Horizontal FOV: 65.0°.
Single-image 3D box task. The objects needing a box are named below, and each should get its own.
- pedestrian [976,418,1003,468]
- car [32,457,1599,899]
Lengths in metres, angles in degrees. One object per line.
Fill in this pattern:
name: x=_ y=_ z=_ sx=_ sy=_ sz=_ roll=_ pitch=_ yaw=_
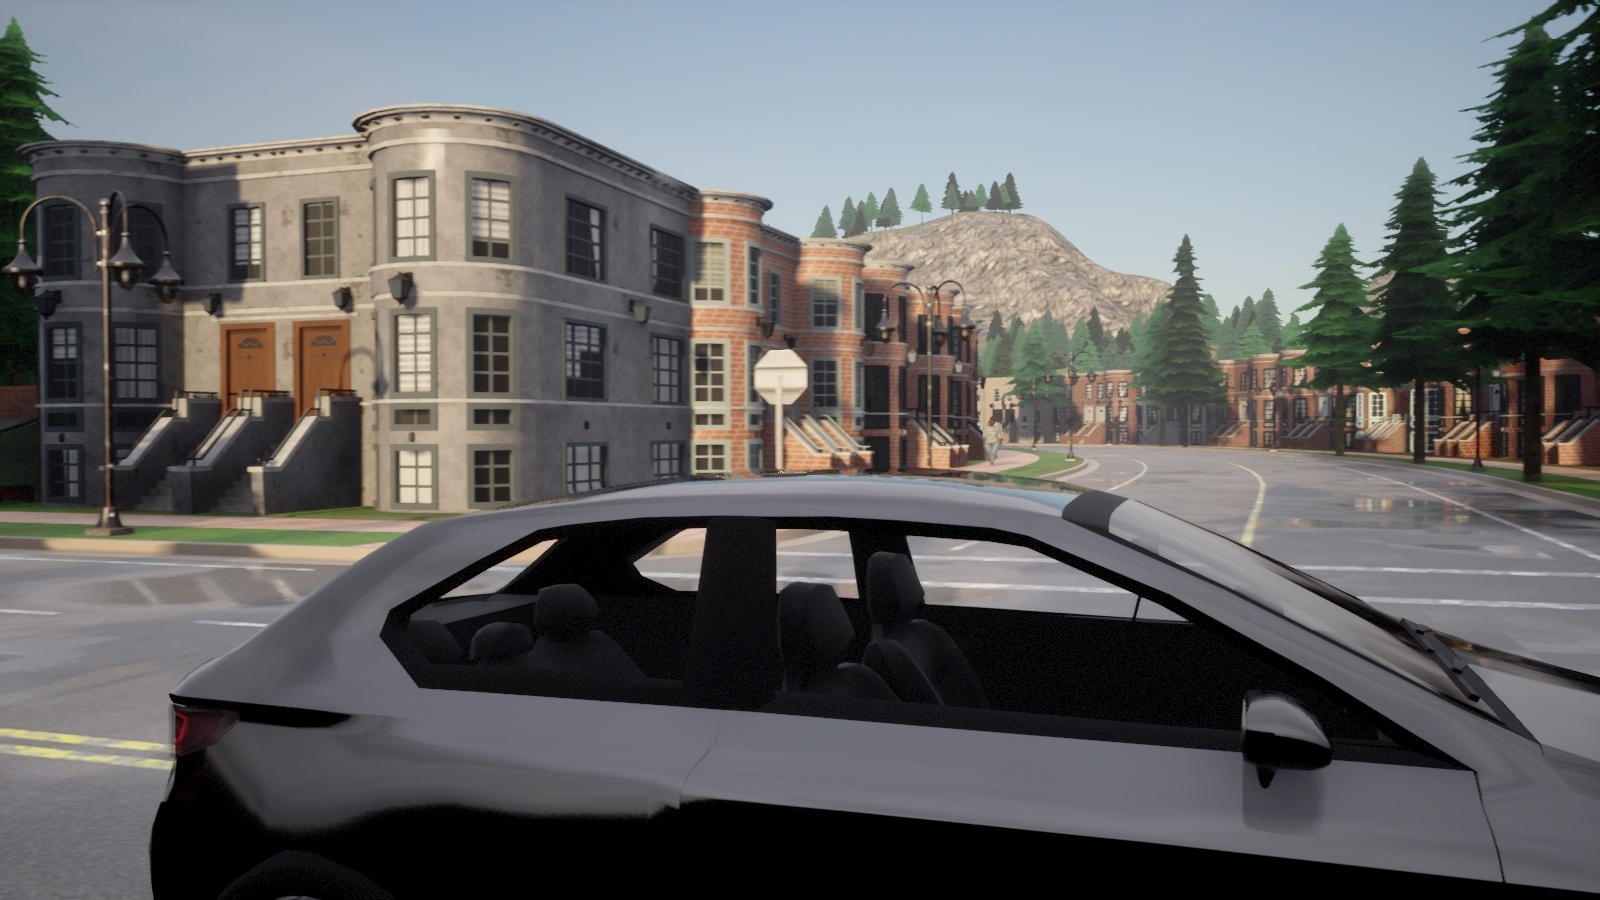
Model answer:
pedestrian: x=7.058 y=-0.268 z=46.786 sx=0.874 sy=1.855 sz=0.900 roll=0 pitch=1 yaw=17
car: x=0.560 y=0.794 z=3.005 sx=4.193 sy=1.474 sz=1.816 roll=1 pitch=1 yaw=19
